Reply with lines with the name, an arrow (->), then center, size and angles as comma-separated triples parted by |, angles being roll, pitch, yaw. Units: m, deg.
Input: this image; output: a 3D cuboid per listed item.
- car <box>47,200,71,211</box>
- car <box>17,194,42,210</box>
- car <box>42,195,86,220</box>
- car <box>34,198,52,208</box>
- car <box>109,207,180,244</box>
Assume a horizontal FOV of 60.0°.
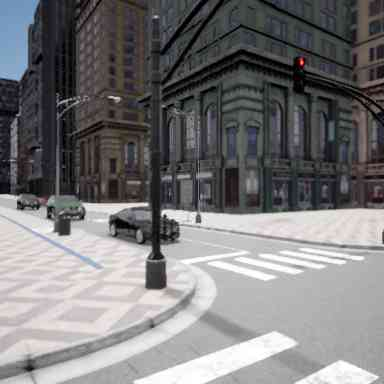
car -> -17.286, 1.691, 43.170 | 1.895, 1.301, 4.718 | 0, 0, -34
car -> -21.811, 1.312, 44.308 | 2.150, 2.045, 5.566 | 0, 0, -35
car -> -10.846, 1.304, 28.453 | 2.150, 2.045, 5.566 | 0, 0, -35
car -> -22.996, 1.620, 51.248 | 1.812, 1.442, 4.674 | 0, 0, -35
car -> -2.478, 1.531, 16.480 | 1.882, 1.535, 5.008 | 0, 0, -35
